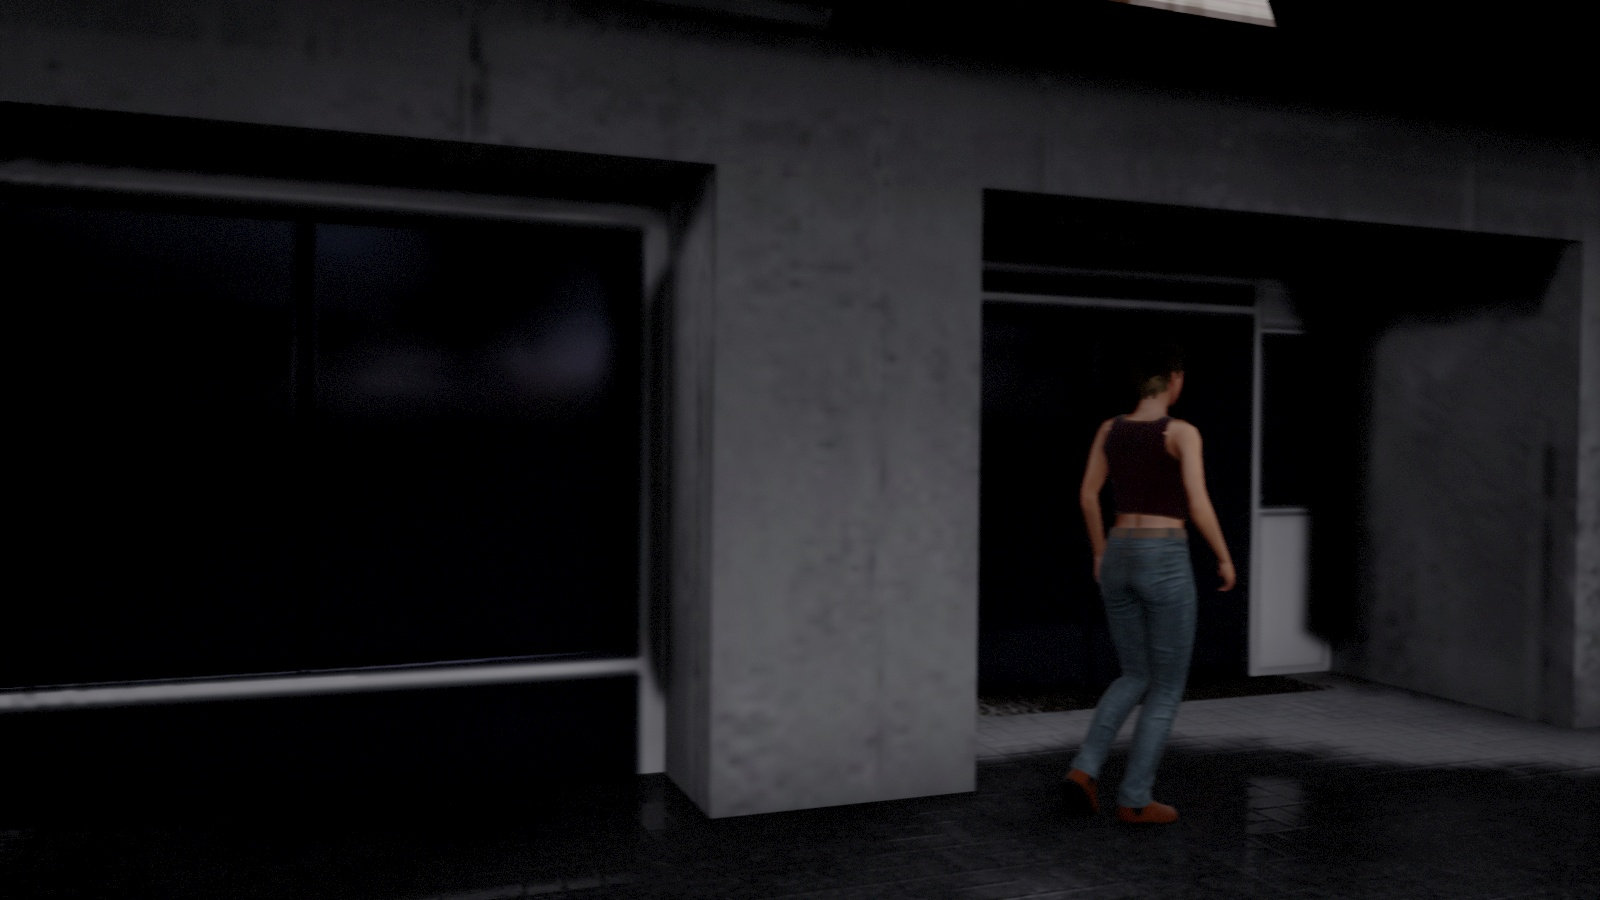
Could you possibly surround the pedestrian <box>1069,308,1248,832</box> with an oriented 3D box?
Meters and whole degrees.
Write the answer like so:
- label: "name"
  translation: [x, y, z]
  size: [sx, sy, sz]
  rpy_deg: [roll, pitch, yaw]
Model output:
- label: "pedestrian"
  translation: [1.349, 0.416, 4.708]
  size: [0.594, 1.836, 0.345]
  rpy_deg: [-1, 1, -37]
